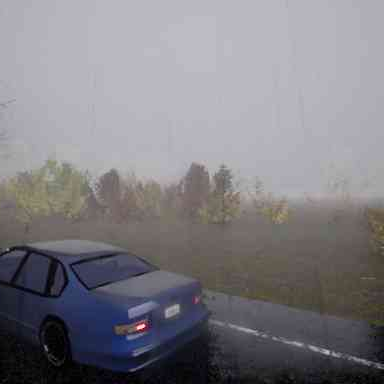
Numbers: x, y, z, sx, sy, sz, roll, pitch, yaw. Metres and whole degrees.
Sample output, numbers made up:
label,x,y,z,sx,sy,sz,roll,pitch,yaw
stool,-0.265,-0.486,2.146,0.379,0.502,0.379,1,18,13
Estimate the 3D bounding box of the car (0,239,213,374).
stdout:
label,x,y,z,sx,sy,sz,roll,pitch,yaw
car,-2.283,1.547,5.659,5.357,1.411,2.033,0,0,36
